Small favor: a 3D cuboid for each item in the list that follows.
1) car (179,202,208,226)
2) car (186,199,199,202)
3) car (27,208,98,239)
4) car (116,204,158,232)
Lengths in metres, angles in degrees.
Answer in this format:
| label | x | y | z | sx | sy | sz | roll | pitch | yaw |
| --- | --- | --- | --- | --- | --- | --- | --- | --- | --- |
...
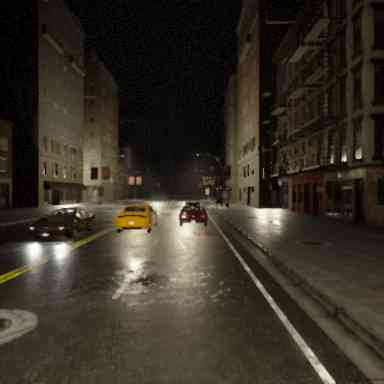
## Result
| label | x | y | z | sx | sy | sz | roll | pitch | yaw |
| --- | --- | --- | --- | --- | --- | --- | --- | --- | --- |
| car | 0.090 | 1.588 | 23.345 | 1.895 | 1.301 | 4.718 | 0 | 0 | 0 |
| car | 0.083 | 1.584 | 42.086 | 1.895 | 1.301 | 4.718 | 0 | 0 | 0 |
| car | -6.554 | 1.538 | 17.582 | 2.033 | 1.411 | 5.357 | 0 | 0 | 1 |
| car | -3.158 | 1.467 | 19.891 | 1.882 | 1.535 | 5.008 | 0 | 0 | 0 |
